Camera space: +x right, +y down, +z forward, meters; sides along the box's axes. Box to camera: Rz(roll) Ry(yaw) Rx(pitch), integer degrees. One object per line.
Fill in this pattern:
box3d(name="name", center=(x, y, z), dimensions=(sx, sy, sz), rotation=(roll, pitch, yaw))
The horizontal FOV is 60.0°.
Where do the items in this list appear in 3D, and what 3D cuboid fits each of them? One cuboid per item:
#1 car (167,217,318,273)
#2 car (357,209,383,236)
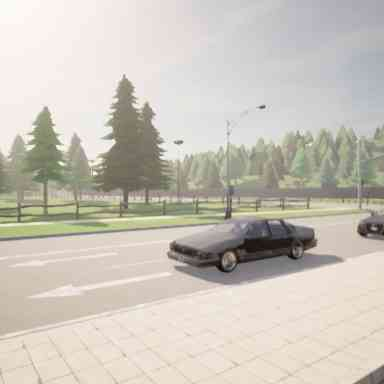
box3d(name="car", center=(1.861, 1.529, 10.825), dimensions=(5.357, 1.411, 2.033), rotation=(0, 0, -35))
box3d(name="car", center=(10.101, 1.521, 16.619), dimensions=(4.181, 1.385, 1.994), rotation=(0, 0, -35))
